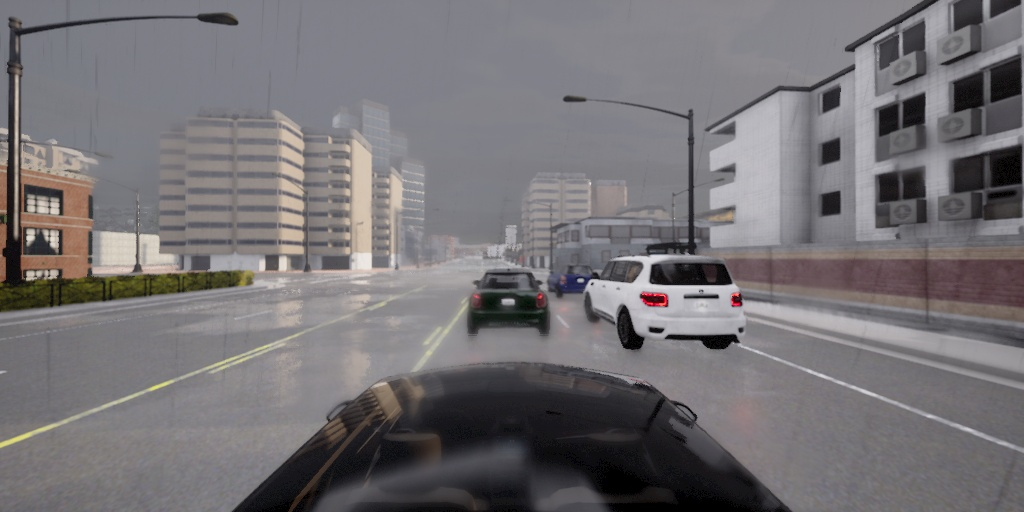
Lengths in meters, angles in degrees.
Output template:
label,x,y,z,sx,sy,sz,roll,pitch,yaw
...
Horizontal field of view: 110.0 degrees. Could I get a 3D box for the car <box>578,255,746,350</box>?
label,x,y,z,sx,sy,sz,roll,pitch,yaw
car,3.443,1.008,9.294,2.150,2.045,5.566,0,0,-1

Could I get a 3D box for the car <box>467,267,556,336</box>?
label,x,y,z,sx,sy,sz,roll,pitch,yaw
car,-0.111,1.147,10.782,2.097,1.767,4.553,0,0,-1

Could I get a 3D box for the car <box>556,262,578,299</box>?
label,x,y,z,sx,sy,sz,roll,pitch,yaw
car,3.156,1.188,18.961,2.097,1.767,4.553,0,0,-2
